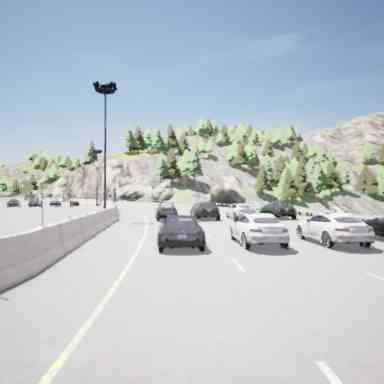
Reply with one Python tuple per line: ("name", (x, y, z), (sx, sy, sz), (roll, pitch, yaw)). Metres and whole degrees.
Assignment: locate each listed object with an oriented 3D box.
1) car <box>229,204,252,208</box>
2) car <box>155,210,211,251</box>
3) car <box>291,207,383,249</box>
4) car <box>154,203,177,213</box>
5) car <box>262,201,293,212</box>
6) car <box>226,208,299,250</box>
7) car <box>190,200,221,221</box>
("car", (4.541, 1.814, 31.255), (1.812, 1.442, 4.674), (0, 0, -9))
("car", (-0.531, 1.702, 14.782), (1.994, 1.385, 4.181), (0, 0, -5))
("car", (6.444, 1.666, 15.349), (1.812, 1.442, 4.674), (0, 0, -4))
("car", (-2.356, 1.772, 30.056), (2.128, 1.511, 4.902), (0, 0, -9))
("car", (8.046, 1.639, 31.507), (2.097, 1.767, 4.553), (0, -1, -9))
("car", (2.954, 1.665, 15.088), (1.812, 1.442, 4.674), (0, 0, -4))
("car", (1.132, 1.631, 30.408), (2.097, 1.767, 4.553), (0, -1, -9))
